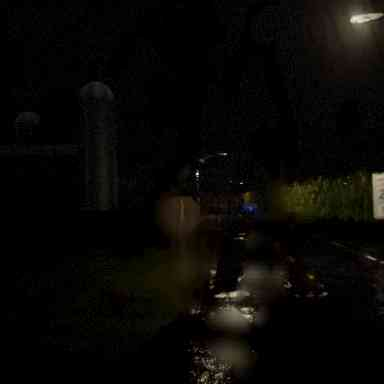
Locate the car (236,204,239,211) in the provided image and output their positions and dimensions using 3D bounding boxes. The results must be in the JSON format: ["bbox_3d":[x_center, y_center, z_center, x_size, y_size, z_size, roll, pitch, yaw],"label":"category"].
[{"bbox_3d":[8.752,2.466,57.249,1.812,1.442,4.674,-2,-1,3],"label":"car"}]

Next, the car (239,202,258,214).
[{"bbox_3d":[7.892,2.209,45.687,1.882,1.535,5.008,-2,-1,4],"label":"car"}]
